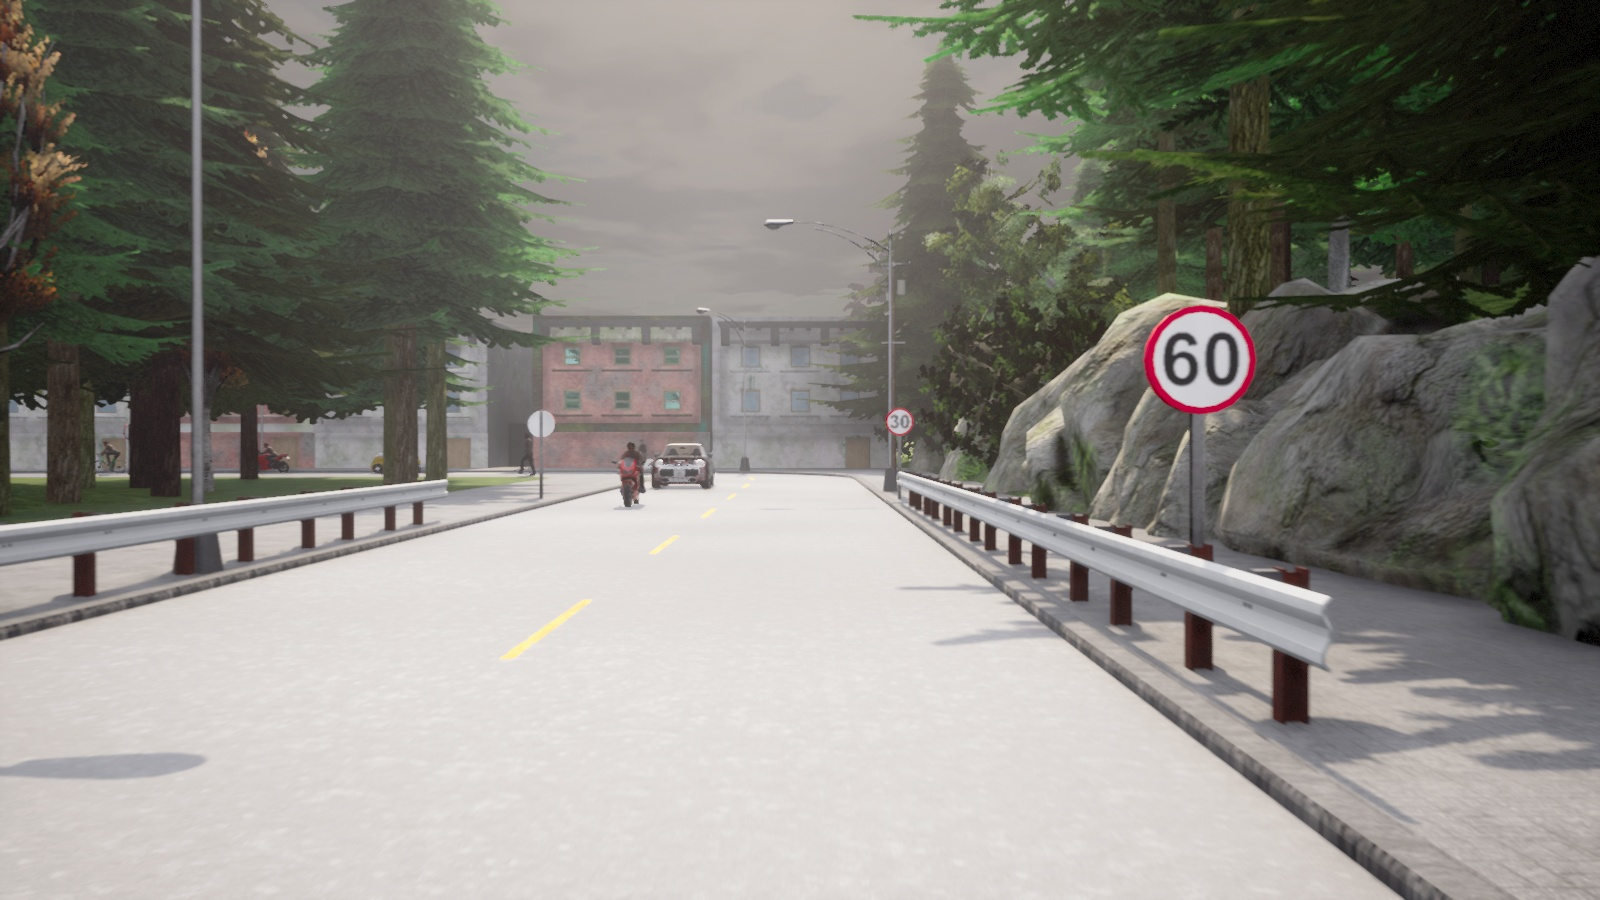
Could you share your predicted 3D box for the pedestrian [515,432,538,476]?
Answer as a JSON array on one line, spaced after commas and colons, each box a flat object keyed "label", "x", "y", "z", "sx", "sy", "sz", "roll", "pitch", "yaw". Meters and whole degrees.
[{"label": "pedestrian", "x": -11.374, "y": 0.153, "z": 52.197, "sx": 0.869, "sy": 1.805, "sz": 0.328, "roll": 0, "pitch": 0, "yaw": 3}]

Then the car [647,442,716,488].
[{"label": "car", "x": -3.903, "y": 0.472, "z": 42.054, "sx": 1.970, "sy": 1.475, "sz": 3.806, "roll": 0, "pitch": 0, "yaw": 0}]

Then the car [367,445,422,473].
[{"label": "car", "x": -19.857, "y": 0.440, "z": 61.570, "sx": 2.207, "sy": 1.376, "sz": 1.481, "roll": 0, "pitch": 0, "yaw": 1}]

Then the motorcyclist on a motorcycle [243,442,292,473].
[{"label": "motorcyclist on a motorcycle", "x": -26.148, "y": 0.359, "z": 61.630, "sx": 2.044, "sy": 1.523, "sz": 0.797, "roll": -1, "pitch": 0, "yaw": 0}]

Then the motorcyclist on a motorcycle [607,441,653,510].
[{"label": "motorcyclist on a motorcycle", "x": -3.921, "y": 0.560, "z": 29.115, "sx": 0.797, "sy": 1.523, "sz": 2.044, "roll": 0, "pitch": 1, "yaw": 0}]
